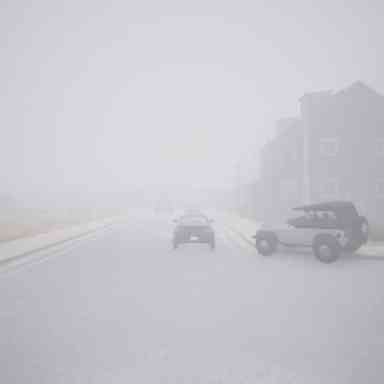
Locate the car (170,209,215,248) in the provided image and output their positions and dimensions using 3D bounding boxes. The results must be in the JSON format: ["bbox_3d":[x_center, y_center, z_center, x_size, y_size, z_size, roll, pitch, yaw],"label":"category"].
[{"bbox_3d":[0.086,1.744,15.847,1.812,1.442,4.674,0,-1,0],"label":"car"}]

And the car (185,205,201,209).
[{"bbox_3d":[0.091,2.005,33.983,2.033,1.411,5.357,0,-1,0],"label":"car"}]

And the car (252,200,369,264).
[{"bbox_3d":[4.160,1.311,11.942,1.905,1.878,3.866,-7,2,-42],"label":"car"}]

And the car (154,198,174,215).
[{"bbox_3d":[-3.521,1.802,43.007,2.150,2.045,5.566,0,-1,0],"label":"car"}]
